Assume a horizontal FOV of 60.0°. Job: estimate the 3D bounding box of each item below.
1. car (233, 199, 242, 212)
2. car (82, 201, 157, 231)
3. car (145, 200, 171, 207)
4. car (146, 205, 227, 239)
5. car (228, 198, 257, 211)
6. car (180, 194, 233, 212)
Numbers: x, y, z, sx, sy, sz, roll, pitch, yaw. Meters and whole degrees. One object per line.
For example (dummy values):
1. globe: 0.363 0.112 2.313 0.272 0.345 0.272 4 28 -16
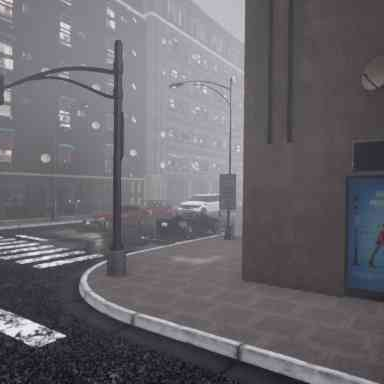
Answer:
1. car: 3.027 1.224 36.009 2.192 1.841 5.009 1 1 35
2. car: -4.586 1.487 20.843 1.812 1.442 4.674 1 1 35
3. car: -3.384 1.362 26.854 1.967 1.590 4.097 1 1 35
4. car: -0.134 1.599 17.759 1.947 1.339 4.313 1 1 35
5. car: 6.228 1.484 40.589 1.802 1.307 4.206 1 1 35
6. car: 1.080 1.171 28.932 2.150 2.045 5.566 1 1 35
